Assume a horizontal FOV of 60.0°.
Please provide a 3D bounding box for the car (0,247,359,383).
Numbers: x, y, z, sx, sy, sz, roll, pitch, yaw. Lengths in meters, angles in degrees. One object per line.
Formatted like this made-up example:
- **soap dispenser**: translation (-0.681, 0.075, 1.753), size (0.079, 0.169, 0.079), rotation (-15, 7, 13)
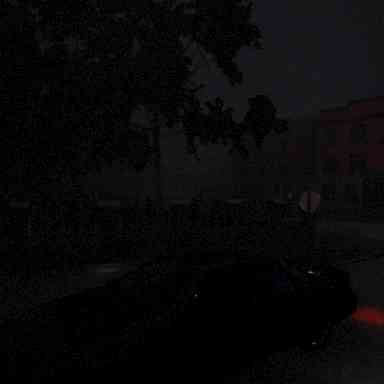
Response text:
- **car**: translation (0.205, 1.563, 4.714), size (5.357, 1.411, 2.033), rotation (0, 0, -35)
